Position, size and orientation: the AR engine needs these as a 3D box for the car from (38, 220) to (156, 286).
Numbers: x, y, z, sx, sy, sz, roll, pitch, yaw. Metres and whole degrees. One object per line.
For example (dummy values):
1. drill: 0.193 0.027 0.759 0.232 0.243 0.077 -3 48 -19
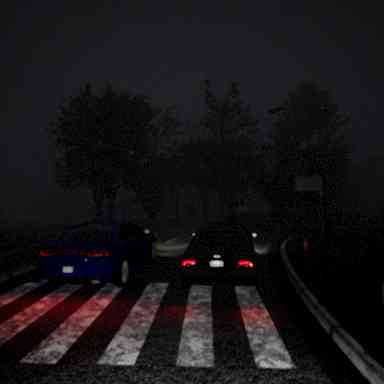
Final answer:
1. car: -2.391 1.546 9.665 1.882 1.535 5.008 -1 0 7

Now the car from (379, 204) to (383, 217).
1. car: 23.116 2.125 38.870 1.837 1.490 4.892 -1 -2 28

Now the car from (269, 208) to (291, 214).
1. car: 18.965 4.193 71.950 4.892 1.490 1.837 -4 -6 41

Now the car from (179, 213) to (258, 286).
1. car: 0.882 1.576 9.554 2.033 1.411 5.357 -1 0 8
